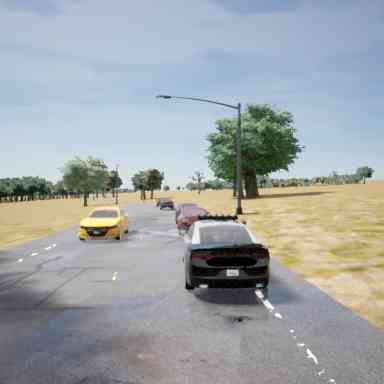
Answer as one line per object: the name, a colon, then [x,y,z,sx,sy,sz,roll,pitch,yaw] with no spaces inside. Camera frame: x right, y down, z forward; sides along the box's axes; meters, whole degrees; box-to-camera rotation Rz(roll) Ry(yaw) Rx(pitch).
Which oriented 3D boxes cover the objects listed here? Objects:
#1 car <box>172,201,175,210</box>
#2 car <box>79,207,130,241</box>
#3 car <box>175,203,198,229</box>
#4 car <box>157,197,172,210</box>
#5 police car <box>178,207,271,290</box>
car: [-0.358,1.576,25.281,1.837,1.490,4.892,0,0,-5]
car: [-4.368,1.522,17.124,1.882,1.535,5.008,0,0,-4]
car: [0.102,1.578,19.264,1.812,1.442,4.674,0,0,-4]
car: [-3.528,1.704,46.116,1.837,1.490,4.892,0,-1,-7]
police car: [0.698,1.447,9.334,1.930,1.638,5.238,0,0,-3]
